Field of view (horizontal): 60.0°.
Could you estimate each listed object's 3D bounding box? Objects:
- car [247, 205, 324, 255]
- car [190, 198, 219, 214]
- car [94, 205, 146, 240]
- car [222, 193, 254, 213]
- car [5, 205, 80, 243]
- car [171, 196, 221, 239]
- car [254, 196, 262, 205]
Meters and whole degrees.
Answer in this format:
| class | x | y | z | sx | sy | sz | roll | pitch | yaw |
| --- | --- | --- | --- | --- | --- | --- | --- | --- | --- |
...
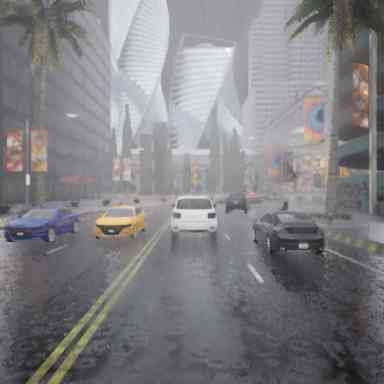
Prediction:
| class | x | y | z | sx | sy | sz | roll | pitch | yaw |
| --- | --- | --- | --- | --- | --- | --- | --- | --- | --- |
| car | 3.595 | 1.488 | 13.153 | 1.837 | 1.490 | 4.892 | 0 | 0 | 0 |
| car | 1.412 | 1.446 | 35.371 | 2.128 | 1.511 | 4.902 | 0 | 0 | 13 |
| car | -3.564 | 1.455 | 17.240 | 1.882 | 1.535 | 5.008 | 0 | 0 | 1 |
| car | 5.070 | 1.175 | 35.953 | 2.150 | 2.045 | 5.566 | 0 | 0 | 15 |
| car | -7.068 | 1.457 | 16.220 | 1.882 | 1.535 | 5.008 | 0 | 0 | 0 |
| car | 0.095 | 1.199 | 17.319 | 2.150 | 2.045 | 5.566 | 0 | 0 | 0 |
| car | 9.935 | 1.419 | 56.669 | 4.902 | 1.511 | 2.128 | 0 | 0 | -42 |
